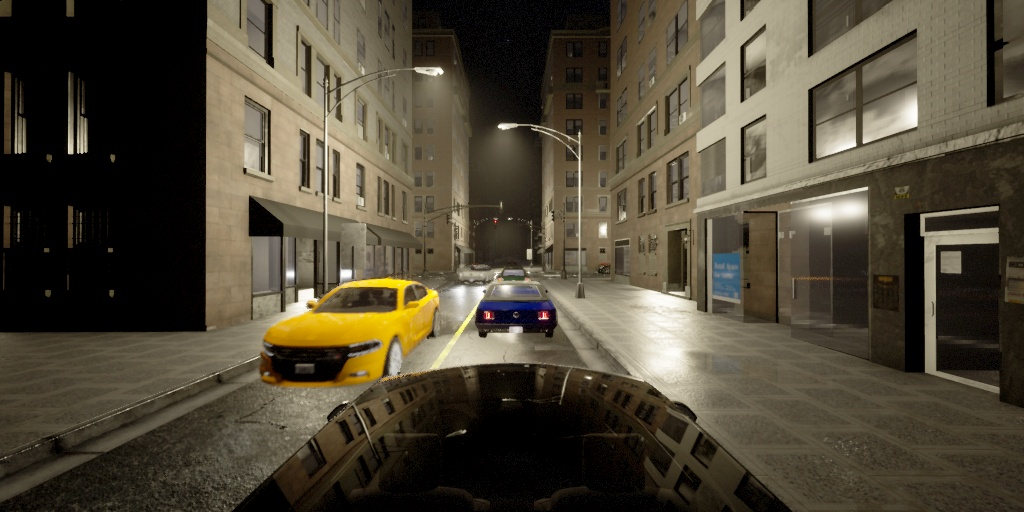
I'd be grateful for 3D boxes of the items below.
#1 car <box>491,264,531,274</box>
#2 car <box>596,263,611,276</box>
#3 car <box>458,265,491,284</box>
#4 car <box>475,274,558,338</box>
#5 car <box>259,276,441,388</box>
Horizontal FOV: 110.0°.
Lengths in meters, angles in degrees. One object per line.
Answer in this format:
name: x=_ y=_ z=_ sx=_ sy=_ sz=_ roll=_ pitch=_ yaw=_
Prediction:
car: x=0.092 y=1.321 z=20.073 sx=1.994 sy=1.385 sz=4.181 roll=0 pitch=0 yaw=0
car: x=11.113 y=1.130 z=37.476 sx=4.553 sy=1.767 sz=2.097 roll=0 pitch=0 yaw=1
car: x=-2.563 y=1.363 z=26.752 sx=1.895 sy=1.301 sz=4.718 roll=0 pitch=0 yaw=6
car: x=0.099 y=1.352 z=10.184 sx=1.895 sy=1.301 sz=4.718 roll=0 pitch=0 yaw=0
car: x=-2.753 y=1.228 z=7.253 sx=1.882 sy=1.535 sz=5.008 roll=0 pitch=0 yaw=0
